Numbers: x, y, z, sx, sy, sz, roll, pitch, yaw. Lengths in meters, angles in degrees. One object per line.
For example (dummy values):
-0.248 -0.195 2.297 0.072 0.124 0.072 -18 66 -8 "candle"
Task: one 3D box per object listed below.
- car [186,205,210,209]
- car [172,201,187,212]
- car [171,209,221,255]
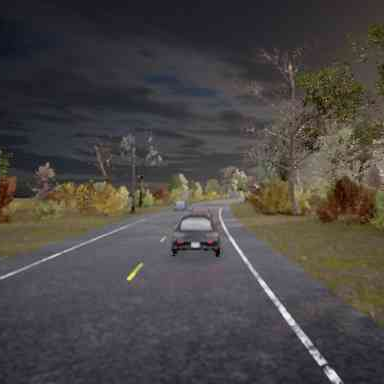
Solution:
0.789 1.882 28.085 1.895 1.301 4.718 0 -1 4 "car"
-1.585 1.975 45.672 1.812 1.442 4.674 0 0 3 "car"
0.203 1.667 13.788 1.812 1.442 4.674 0 0 2 "car"
